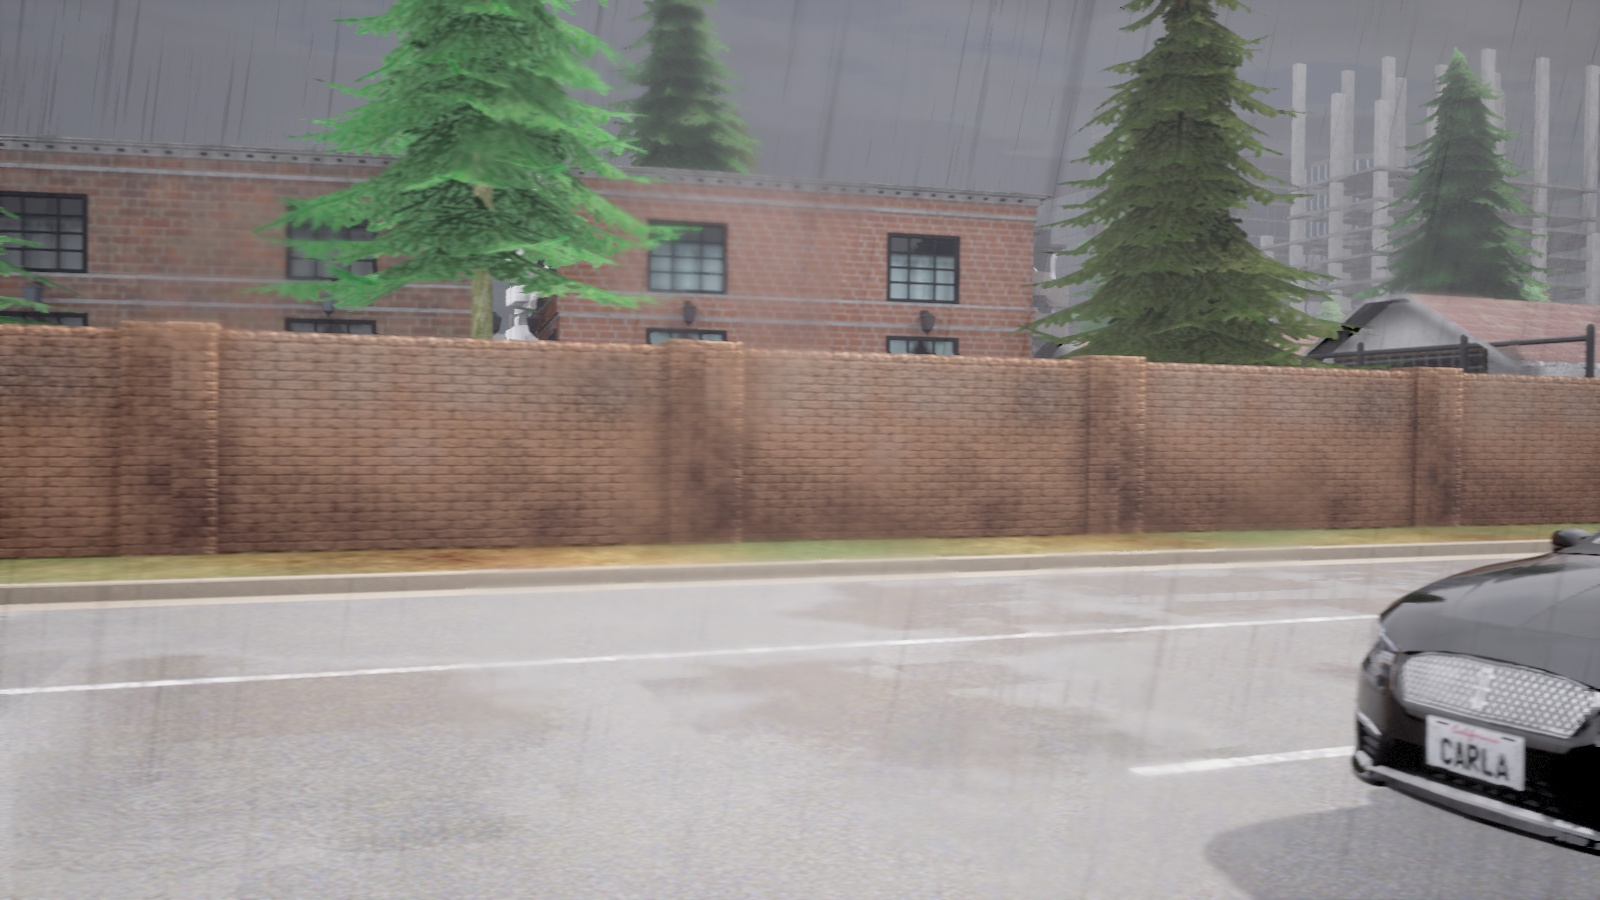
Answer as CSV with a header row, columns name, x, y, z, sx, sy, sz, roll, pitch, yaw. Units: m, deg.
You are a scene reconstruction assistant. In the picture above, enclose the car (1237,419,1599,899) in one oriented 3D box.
name,x,y,z,sx,sy,sz,roll,pitch,yaw
car,4.465,0.623,5.088,4.902,1.511,2.128,-1,1,-22
